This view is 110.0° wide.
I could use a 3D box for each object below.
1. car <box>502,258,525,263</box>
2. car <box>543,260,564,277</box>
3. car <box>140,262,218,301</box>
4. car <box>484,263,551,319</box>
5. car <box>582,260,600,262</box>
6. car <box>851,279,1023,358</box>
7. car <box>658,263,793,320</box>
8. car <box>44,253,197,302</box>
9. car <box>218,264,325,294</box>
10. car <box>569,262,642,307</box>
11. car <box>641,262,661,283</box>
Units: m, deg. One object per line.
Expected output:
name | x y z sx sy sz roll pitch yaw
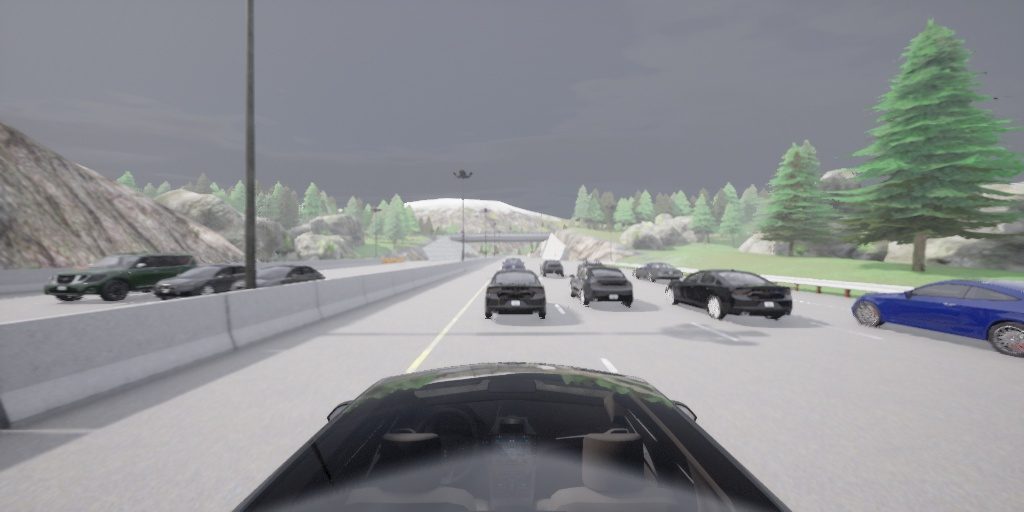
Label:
car | 0.120 0.940 33.346 2.097 1.767 4.553 0 0 0
car | 3.620 1.095 33.154 1.837 1.490 4.892 0 0 0
car | -14.079 1.171 16.999 1.837 1.490 4.892 0 0 0
car | 0.106 1.172 12.631 1.882 1.535 5.008 0 0 0
car | 7.122 1.086 32.524 2.128 1.511 4.902 0 0 0
car | 10.601 1.246 8.249 1.812 1.442 4.674 0 0 0
car | 7.106 1.175 12.374 1.882 1.535 5.008 0 0 0
car | -17.582 0.888 16.773 2.150 2.045 5.566 0 0 0
car | -10.580 1.174 16.585 1.837 1.490 4.892 0 1 0
car | 3.607 1.187 15.127 1.837 1.490 4.892 0 0 0
car | 10.616 1.174 26.498 2.033 1.411 5.357 0 0 0
